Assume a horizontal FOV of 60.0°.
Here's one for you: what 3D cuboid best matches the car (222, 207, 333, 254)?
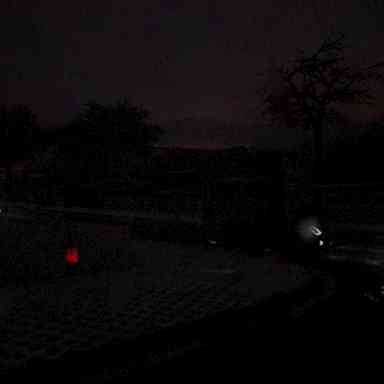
[{"bbox_3d":[3.648,1.475,14.525,4.553,1.767,2.097,0,3,33],"label":"car"}]

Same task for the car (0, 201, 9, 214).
[{"bbox_3d":[-20.674,1.584,34.645,2.128,1.511,4.902,-5,3,-45],"label":"car"}]
